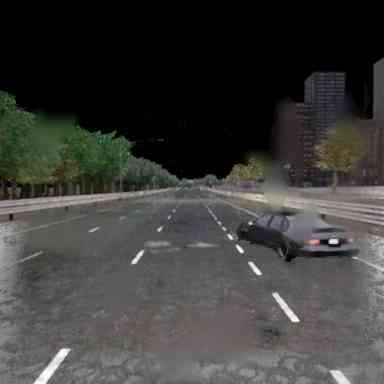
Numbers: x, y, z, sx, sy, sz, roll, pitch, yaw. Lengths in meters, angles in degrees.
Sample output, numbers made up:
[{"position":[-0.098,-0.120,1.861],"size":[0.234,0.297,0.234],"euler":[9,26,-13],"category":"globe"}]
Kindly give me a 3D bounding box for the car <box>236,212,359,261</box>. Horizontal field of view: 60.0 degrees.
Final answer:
[{"position":[3.337,1.402,11.727],"size":[2.033,1.411,5.357],"euler":[0,1,-14],"category":"car"}]
